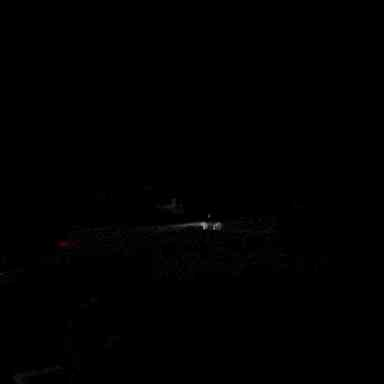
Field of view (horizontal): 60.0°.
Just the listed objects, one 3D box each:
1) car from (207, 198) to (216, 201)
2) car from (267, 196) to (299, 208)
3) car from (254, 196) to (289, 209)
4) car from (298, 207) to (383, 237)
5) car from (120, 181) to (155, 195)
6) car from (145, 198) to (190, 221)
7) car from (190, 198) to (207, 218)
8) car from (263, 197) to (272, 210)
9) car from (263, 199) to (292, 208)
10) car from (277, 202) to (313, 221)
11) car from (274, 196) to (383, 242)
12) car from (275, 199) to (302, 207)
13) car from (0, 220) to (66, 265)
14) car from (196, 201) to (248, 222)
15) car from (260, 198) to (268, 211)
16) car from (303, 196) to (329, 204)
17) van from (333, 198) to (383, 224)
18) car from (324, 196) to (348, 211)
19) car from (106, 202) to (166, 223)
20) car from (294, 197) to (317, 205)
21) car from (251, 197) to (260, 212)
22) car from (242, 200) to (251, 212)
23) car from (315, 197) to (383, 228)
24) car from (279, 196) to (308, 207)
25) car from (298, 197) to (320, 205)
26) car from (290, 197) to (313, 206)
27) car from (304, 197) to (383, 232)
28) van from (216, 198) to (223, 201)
[{"bbox_3d":[-0.088,1.792,36.681,4.553,1.767,2.185,-1,-1,14],"label":"car"},{"bbox_3d":[16.832,1.833,61.717,5.566,2.045,2.435,-1,-1,14],"label":"car"},{"bbox_3d":[13.508,1.799,56.688,5.566,2.045,2.435,-1,-1,14],"label":"car"},{"bbox_3d":[8.819,1.681,19.562,4.792,1.488,2.163,0,0,14],"label":"car"},{"bbox_3d":[-6.458,-0.512,39.697,2.128,1.511,4.902,-1,4,34],"label":"car"},{"bbox_3d":[-3.472,1.631,31.657,5.566,2.045,2.435,-1,-1,14],"label":"car"},{"bbox_3d":[-1.725,1.648,34.169,5.566,2.045,2.435,-1,-1,14],"label":"car"},{"bbox_3d":[10.064,1.768,51.698,5.566,2.045,2.435,-1,-1,14],"label":"car"},{"bbox_3d":[15.181,2.068,59.185,4.892,1.521,2.231,-1,-1,14],"label":"car"},{"bbox_3d":[9.911,1.778,31.684,1.882,1.535,5.008,-1,-1,34],"label":"car"},{"bbox_3d":[7.217,1.383,17.126,5.566,2.045,2.435,0,-1,14],"label":"car"},{"bbox_3d":[18.589,2.129,64.201,4.792,1.488,2.163,-1,-1,14],"label":"car"},{"bbox_3d":[-6.886,1.799,12.743,1.895,1.301,4.718,-1,-1,9],"label":"car"},{"bbox_3d":[2.828,1.828,30.474,2.128,1.511,4.902,-1,-1,34],"label":"car"},{"bbox_3d":[8.436,2.031,49.173,4.792,1.488,2.163,-1,-1,14],"label":"car"},{"bbox_3d":[30.370,1.965,81.738,5.566,2.045,2.435,-1,-1,14],"label":"car"},{"bbox_3d":[13.931,1.477,26.904,4.442,1.987,1.878,0,-1,14],"label":"van"},{"bbox_3d":[20.543,1.617,47.422,2.150,2.045,5.566,-1,-2,34],"label":"car"},{"bbox_3d":[-5.159,1.895,29.145,4.792,1.488,2.163,-1,-1,14],"label":"car"},{"bbox_3d":[25.294,2.042,74.237,4.553,1.767,2.185,-1,-1,14],"label":"car"},{"bbox_3d":[6.739,1.859,46.671,4.553,1.767,2.185,-1,-1,14],"label":"car"},{"bbox_3d":[5.050,1.842,44.157,4.553,1.767,2.185,-1,-1,14],"label":"car"},{"bbox_3d":[12.132,1.434,24.477,5.566,2.045,2.435,0,0,14],"label":"car"},{"bbox_3d":[20.274,1.865,66.713,5.566,2.045,2.435,-1,-1,14],"label":"car"},{"bbox_3d":[27.046,2.057,76.720,4.553,1.767,2.185,-1,-1,14],"label":"car"},{"bbox_3d":[23.605,2.025,71.726,4.553,1.767,2.185,-1,-1,14],"label":"car"},{"bbox_3d":[10.474,1.417,22.026,5.566,2.045,2.435,0,0,14],"label":"car"},{"bbox_3d":[1.518,1.711,39.196,4.442,1.987,1.878,-1,-1,14],"label":"van"}]
